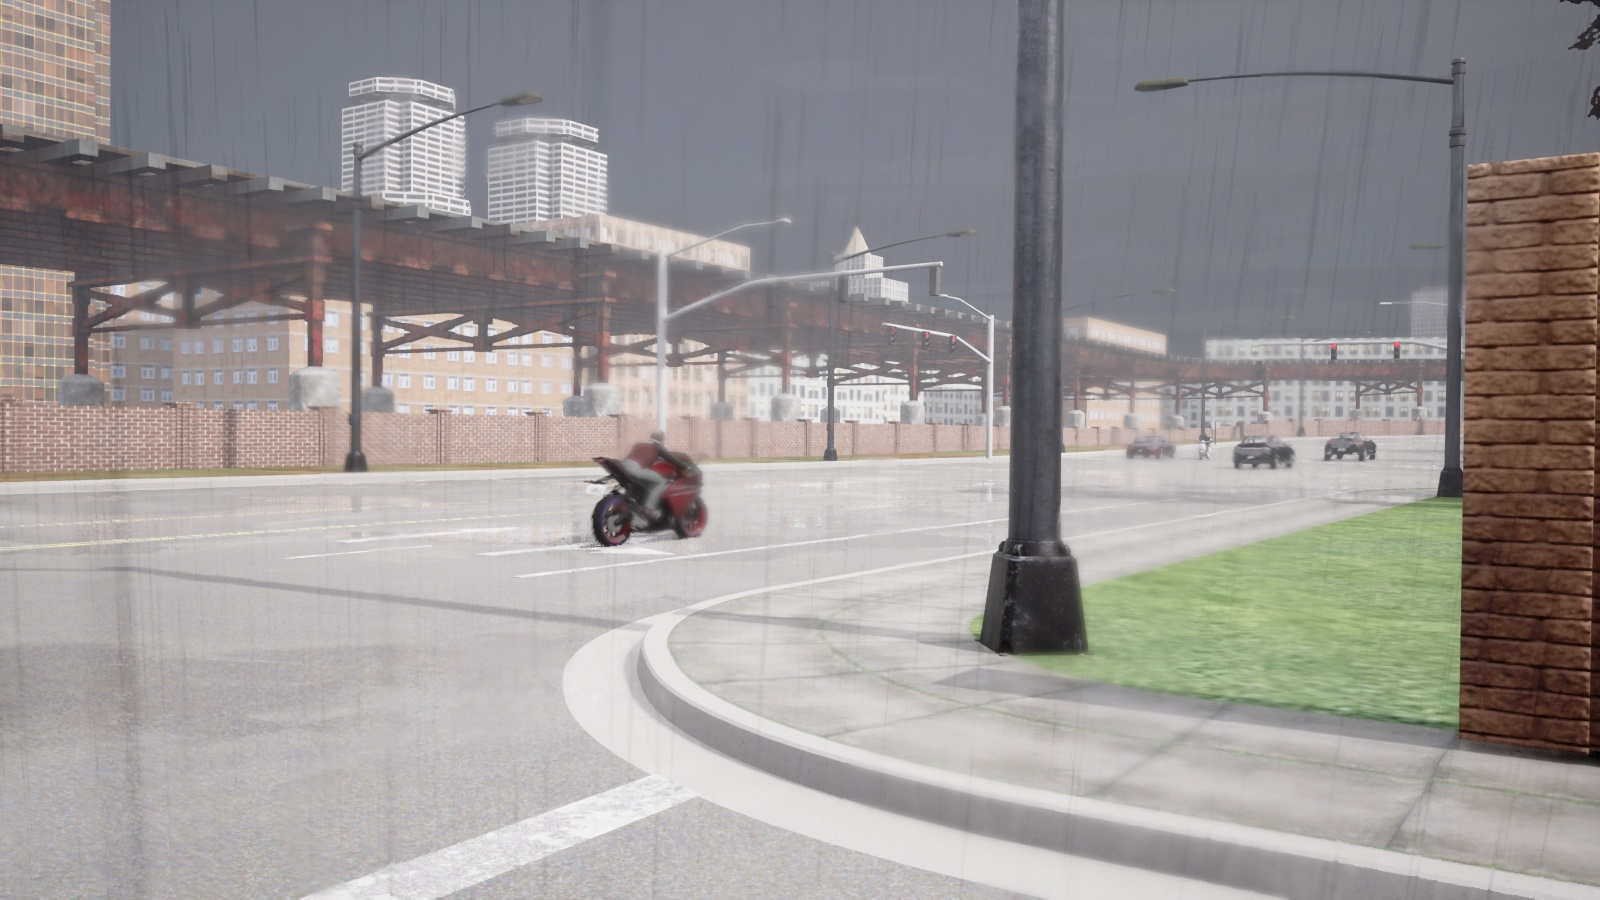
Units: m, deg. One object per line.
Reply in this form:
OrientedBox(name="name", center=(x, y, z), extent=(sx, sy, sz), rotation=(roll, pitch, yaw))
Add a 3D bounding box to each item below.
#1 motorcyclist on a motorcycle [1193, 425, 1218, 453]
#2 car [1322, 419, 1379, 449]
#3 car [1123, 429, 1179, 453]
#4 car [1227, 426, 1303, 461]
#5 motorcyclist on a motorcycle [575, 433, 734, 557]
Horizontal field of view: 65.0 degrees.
OrientedBox(name="motorcyclist on a motorcycle", center=(23.555, -0.645, 72.974), extent=(0.866, 1.590, 1.817), rotation=(0, 2, 35))
OrientedBox(name="car", center=(32.086, -0.958, 73.113), extent=(2.152, 1.651, 5.027), rotation=(0, 2, 34))
OrientedBox(name="car", center=(21.208, -0.560, 75.772), extent=(1.994, 1.385, 4.181), rotation=(0, 2, 35))
OrientedBox(name="car", center=(21.128, -0.309, 56.952), extent=(2.128, 1.511, 4.902), rotation=(0, 1, 34))
OrientedBox(name="motorcyclist on a motorcycle", center=(-1.901, 0.554, 16.793), extent=(0.866, 1.530, 2.191), rotation=(0, 1, 35))
